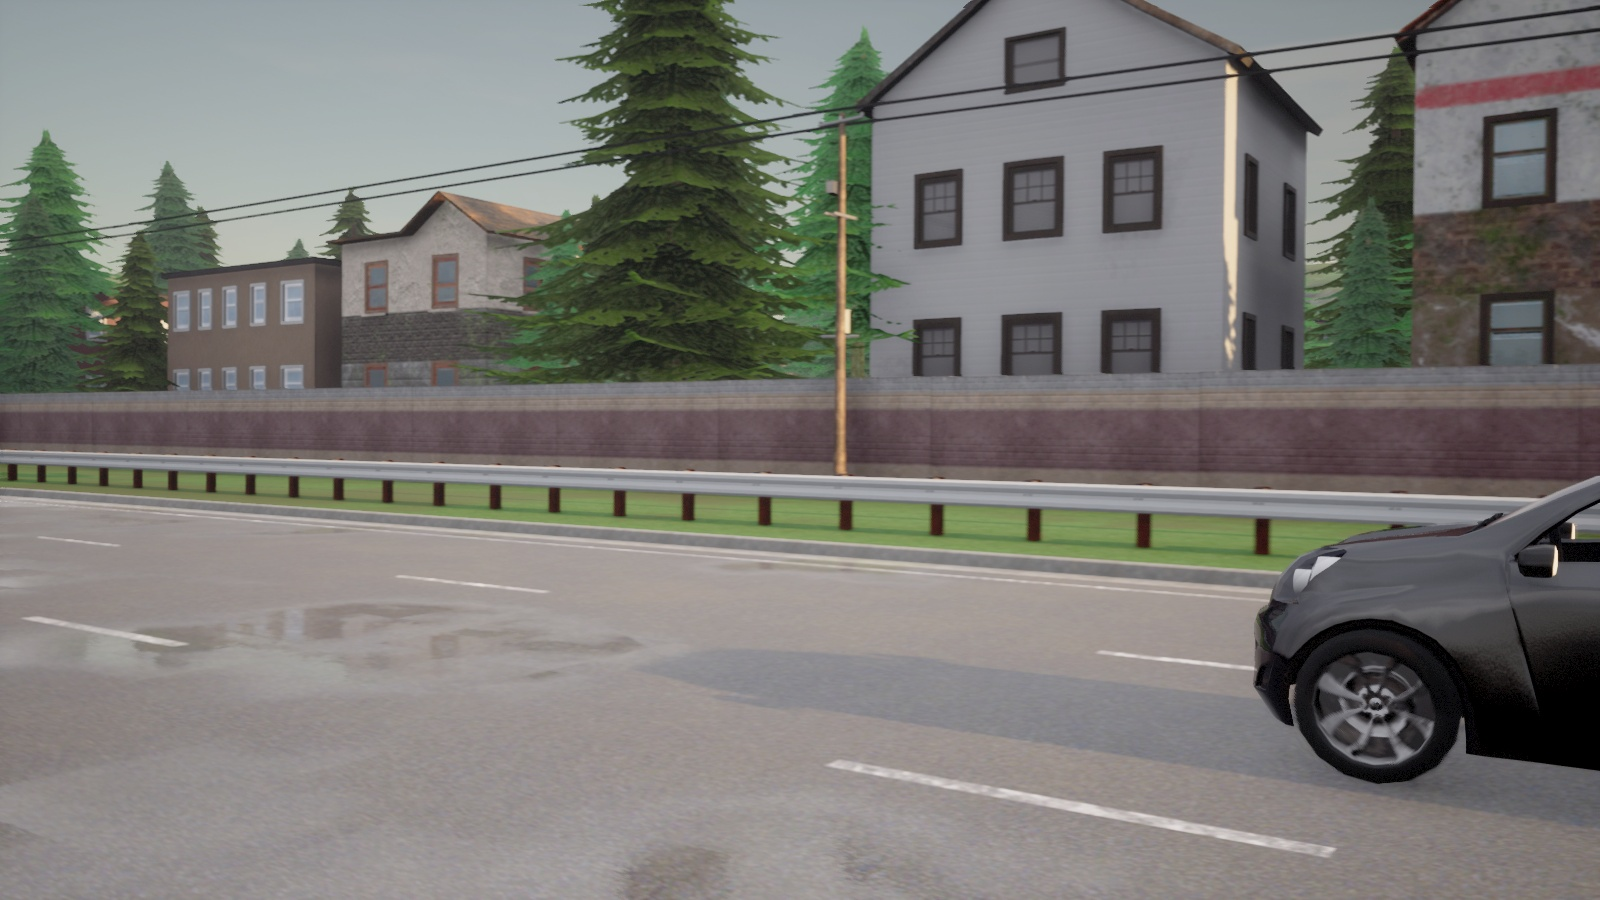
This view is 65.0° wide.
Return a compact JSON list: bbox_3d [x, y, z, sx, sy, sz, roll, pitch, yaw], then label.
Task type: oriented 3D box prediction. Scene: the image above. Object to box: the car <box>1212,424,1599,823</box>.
[{"bbox_3d":[3.835,0.638,5.277,3.633,1.501,1.845,0,1,34],"label":"car"}]
